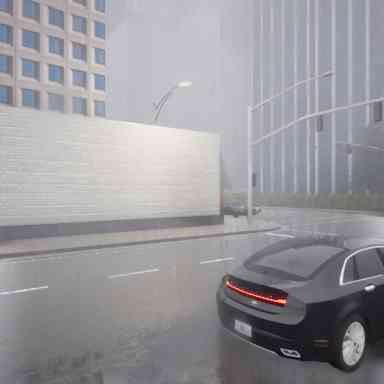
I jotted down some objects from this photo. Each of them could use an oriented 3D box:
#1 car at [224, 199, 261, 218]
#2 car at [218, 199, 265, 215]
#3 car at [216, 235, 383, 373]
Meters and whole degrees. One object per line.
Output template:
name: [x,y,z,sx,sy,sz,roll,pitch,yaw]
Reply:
car: [3.593,1.603,31.559,2.033,1.411,5.357,0,0,-36]
car: [5.157,1.547,35.390,2.128,1.511,4.902,0,0,-36]
car: [2.640,1.505,5.680,4.892,1.490,1.837,0,0,-35]
